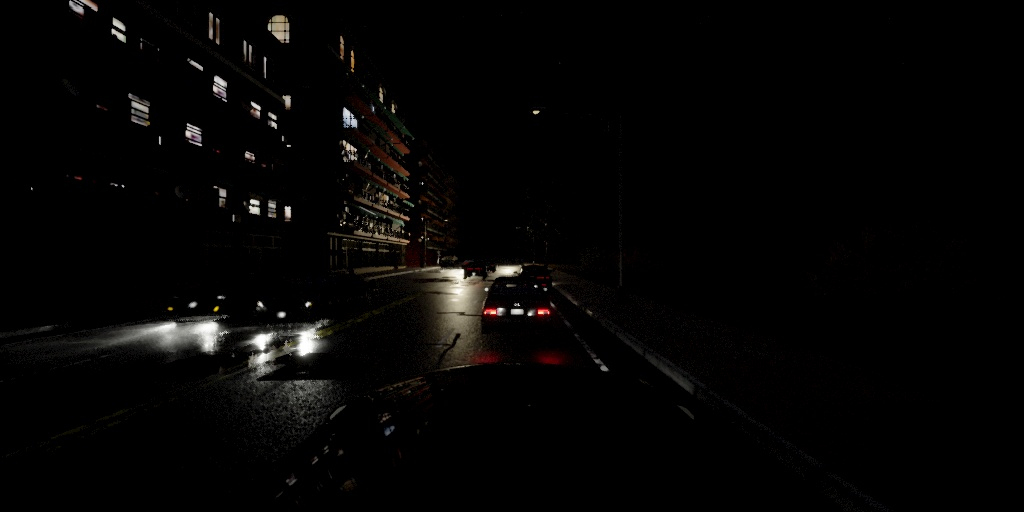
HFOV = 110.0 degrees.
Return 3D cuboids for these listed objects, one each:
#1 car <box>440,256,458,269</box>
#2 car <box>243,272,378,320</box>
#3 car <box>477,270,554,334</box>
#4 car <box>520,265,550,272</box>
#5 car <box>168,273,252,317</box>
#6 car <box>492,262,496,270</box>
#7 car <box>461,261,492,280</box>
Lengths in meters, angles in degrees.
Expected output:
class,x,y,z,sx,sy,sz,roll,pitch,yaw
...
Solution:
class,x,y,z,sx,sy,sz,roll,pitch,yaw
car,-9.737,0.971,56.351,2.150,2.045,5.566,0,0,0
car,-6.578,1.299,12.900,2.033,1.411,5.357,0,0,0
car,0.118,1.299,10.561,2.033,1.411,5.357,0,0,0
car,1.171,1.257,20.250,1.837,1.490,4.892,0,0,0
car,-9.829,1.315,13.035,1.994,1.385,4.181,0,0,0
car,-3.067,1.315,45.243,1.994,1.385,4.181,0,0,0
car,-3.095,1.253,31.497,1.837,1.490,4.892,0,-1,0
